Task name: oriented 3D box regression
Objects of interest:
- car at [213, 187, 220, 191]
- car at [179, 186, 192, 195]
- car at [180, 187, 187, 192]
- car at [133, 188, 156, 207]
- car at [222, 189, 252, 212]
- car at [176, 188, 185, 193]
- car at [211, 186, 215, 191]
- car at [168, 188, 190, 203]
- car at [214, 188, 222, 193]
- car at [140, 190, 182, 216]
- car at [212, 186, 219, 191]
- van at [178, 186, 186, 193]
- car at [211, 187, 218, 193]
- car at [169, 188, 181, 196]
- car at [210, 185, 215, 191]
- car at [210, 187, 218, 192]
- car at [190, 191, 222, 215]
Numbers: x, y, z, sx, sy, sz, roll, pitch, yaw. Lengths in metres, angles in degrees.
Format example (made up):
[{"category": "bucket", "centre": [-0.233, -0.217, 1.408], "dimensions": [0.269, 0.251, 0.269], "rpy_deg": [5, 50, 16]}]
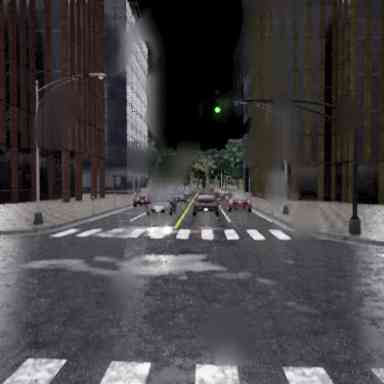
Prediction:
[{"category": "car", "centre": [4.563, 0.354, 49.452], "dimensions": [1.887, 1.381, 4.507], "rpy_deg": [0, 1, 2]}, {"category": "car", "centre": [-0.884, 0.111, 58.481], "dimensions": [2.128, 1.511, 4.902], "rpy_deg": [0, 1, 2]}, {"category": "car", "centre": [-2.430, -0.691, 93.044], "dimensions": [1.752, 1.417, 4.829], "rpy_deg": [0, 1, 2]}, {"category": "car", "centre": [-4.532, 0.508, 33.449], "dimensions": [2.192, 1.841, 5.009], "rpy_deg": [0, 1, 2]}, {"category": "car", "centre": [3.796, 0.768, 27.719], "dimensions": [1.967, 1.590, 4.097], "rpy_deg": [0, 1, 2]}, {"category": "car", "centre": [-2.807, -0.400, 82.349], "dimensions": [1.947, 1.339, 4.313], "rpy_deg": [0, 1, 2]}, {"category": "car", "centre": [4.952, 0.073, 60.487], "dimensions": [1.752, 1.417, 4.829], "rpy_deg": [0, 1, 2]}, {"category": "car", "centre": [-1.630, 0.603, 39.858], "dimensions": [1.994, 1.385, 4.181], "rpy_deg": [0, 1, 2]}, {"category": "car", "centre": [4.371, 0.490, 44.019], "dimensions": [2.008, 1.369, 4.403], "rpy_deg": [0, 1, 2]}, {"category": "car", "centre": [-2.174, 0.895, 24.649], "dimensions": [2.128, 1.511, 4.902], "rpy_deg": [0, 1, 2]}, {"category": "car", "centre": [4.755, 0.225, 54.885], "dimensions": [1.887, 1.381, 4.507], "rpy_deg": [0, 1, 2]}, {"category": "van", "centre": [-2.616, -0.752, 87.776], "dimensions": [1.690, 1.788, 3.998], "rpy_deg": [0, 1, 2]}, {"category": "car", "centre": [5.910, -0.567, 87.650], "dimensions": [1.752, 1.417, 4.829], "rpy_deg": [0, 1, 2]}, {"category": "car", "centre": [-3.382, -0.031, 66.051], "dimensions": [2.008, 1.369, 4.403], "rpy_deg": [0, 1, 2]}, {"category": "car", "centre": [5.335, -0.184, 71.352], "dimensions": [1.752, 1.417, 4.829], "rpy_deg": [0, 1, 2]}, {"category": "car", "centre": [6.096, -0.670, 92.914], "dimensions": [1.887, 1.381, 4.507], "rpy_deg": [0, 1, 2]}, {"category": "car", "centre": [1.052, 0.888, 25.430], "dimensions": [1.837, 1.490, 4.892], "rpy_deg": [0, 1, 2]}]
